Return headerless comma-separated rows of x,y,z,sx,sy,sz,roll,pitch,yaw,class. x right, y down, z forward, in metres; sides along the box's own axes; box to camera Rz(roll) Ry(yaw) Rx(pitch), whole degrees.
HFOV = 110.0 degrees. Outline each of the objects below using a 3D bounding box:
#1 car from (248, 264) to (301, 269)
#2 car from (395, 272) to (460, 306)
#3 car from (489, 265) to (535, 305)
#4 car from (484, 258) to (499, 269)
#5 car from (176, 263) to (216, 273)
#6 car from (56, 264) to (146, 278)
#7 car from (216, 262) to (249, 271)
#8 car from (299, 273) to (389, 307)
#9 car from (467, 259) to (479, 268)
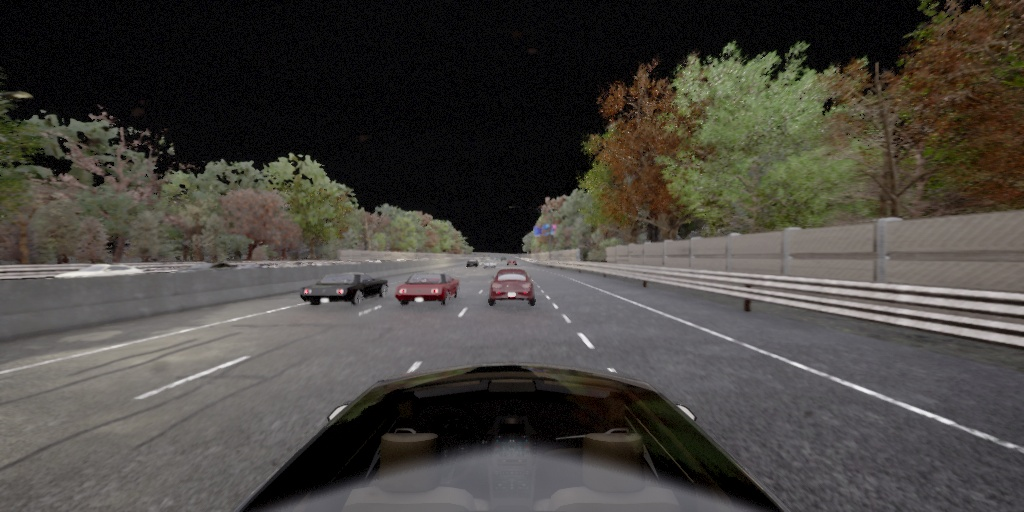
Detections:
-17.594,1.377,27.808,1.895,1.301,4.718,0,0,0,car
-3.503,1.366,15.793,1.895,1.301,4.718,0,0,0,car
-0.004,1.291,15.892,1.812,1.442,4.674,0,0,0,car
-3.513,1.412,58.935,1.895,1.301,4.718,0,0,0,car
-24.586,1.284,29.135,1.837,1.490,4.892,0,-1,0,car
-28.089,1.298,24.690,1.812,1.442,4.674,0,0,0,car
-21.087,1.342,29.056,1.994,1.385,4.181,0,0,0,car
-7.004,1.365,15.633,1.895,1.301,4.718,0,0,0,car
-7.016,1.295,64.886,1.882,1.535,5.008,0,0,0,car
